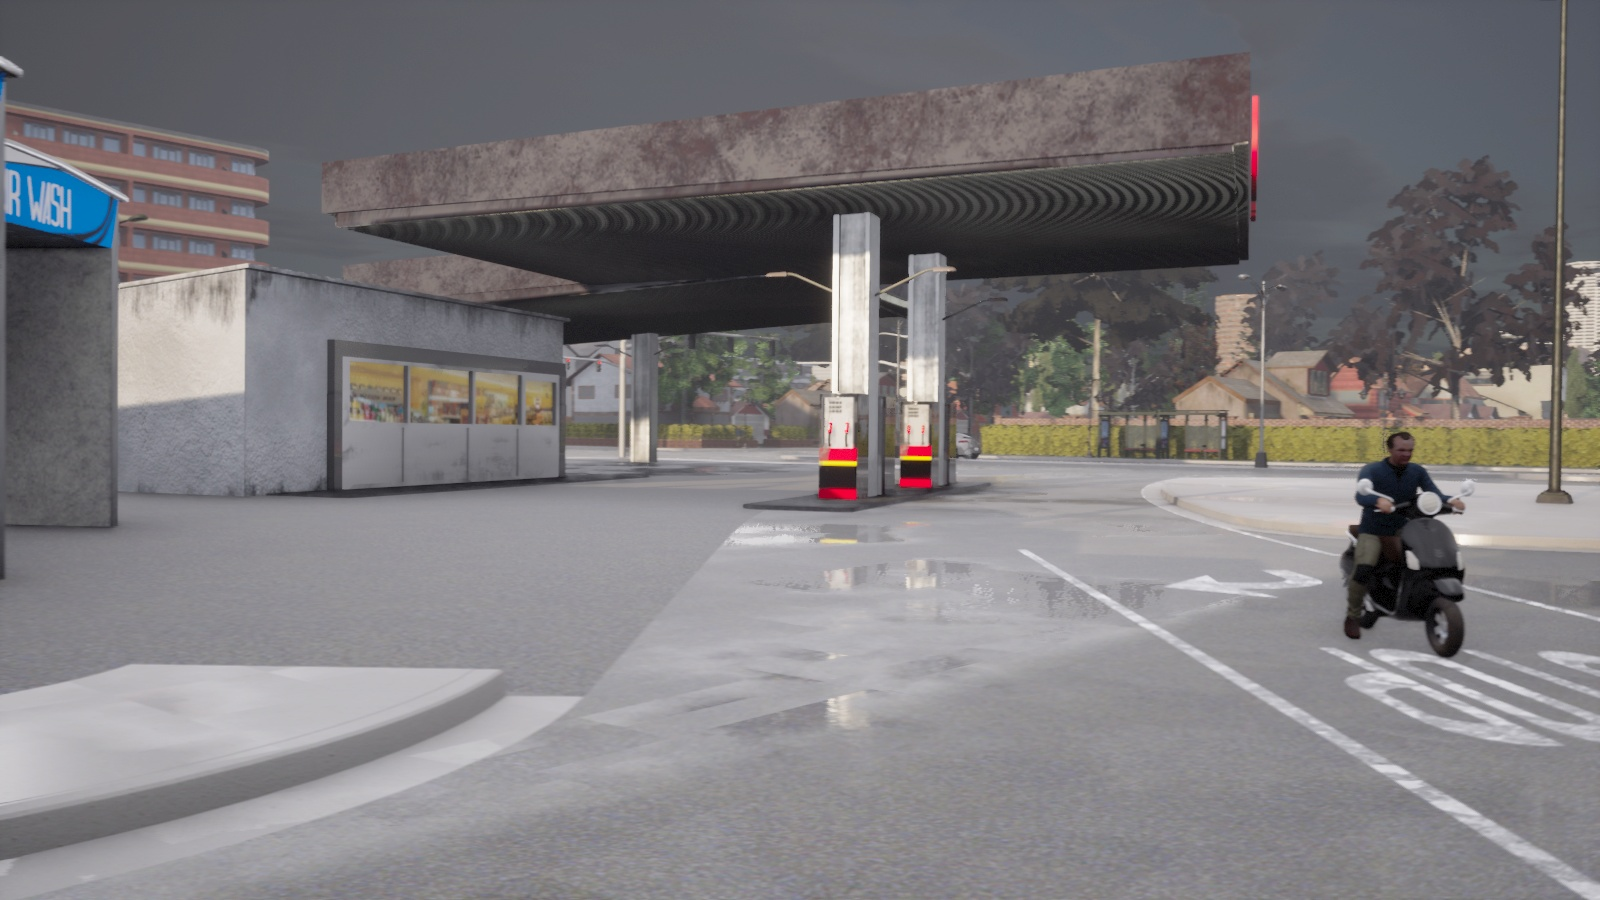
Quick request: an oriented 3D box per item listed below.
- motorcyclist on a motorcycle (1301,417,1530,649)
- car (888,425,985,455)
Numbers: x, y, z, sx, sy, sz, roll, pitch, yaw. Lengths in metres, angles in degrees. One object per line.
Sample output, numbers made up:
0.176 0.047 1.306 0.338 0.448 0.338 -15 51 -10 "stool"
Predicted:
4.591 0.557 9.540 0.866 1.590 1.817 -1 1 1 "motorcyclist on a motorcycle"
7.654 -0.569 70.462 5.027 1.651 2.152 0 1 38 "car"
